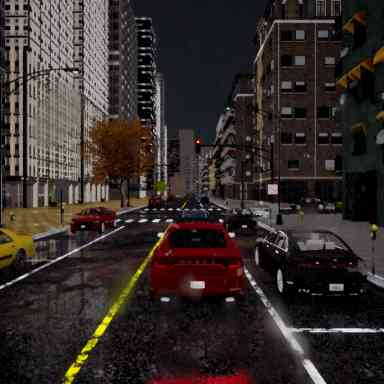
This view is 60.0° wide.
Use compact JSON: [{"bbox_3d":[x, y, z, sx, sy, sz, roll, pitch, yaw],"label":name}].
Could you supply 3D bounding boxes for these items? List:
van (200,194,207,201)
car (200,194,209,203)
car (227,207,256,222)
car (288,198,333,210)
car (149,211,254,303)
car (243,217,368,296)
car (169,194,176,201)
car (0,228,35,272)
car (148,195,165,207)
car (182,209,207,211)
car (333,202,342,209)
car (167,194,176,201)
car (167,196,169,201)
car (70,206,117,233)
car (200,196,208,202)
[{"bbox_3d":[2.869,1.424,84.995,1.690,1.788,3.998,0,0,0],"label":"van"},{"bbox_3d":[2.846,1.630,73.948,1.947,1.339,4.313,0,0,0],"label":"car"},{"bbox_3d":[2.730,1.555,19.469,2.008,1.369,4.403,0,0,0],"label":"car"},{"bbox_3d":[13.508,1.359,38.852,4.403,1.369,2.008,-1,1,0],"label":"car"},{"bbox_3d":[0.109,1.478,8.310,1.882,1.535,5.008,0,0,0],"label":"car"},{"bbox_3d":[2.707,1.552,8.403,2.008,1.369,4.403,0,0,0],"label":"car"},{"bbox_3d":[-5.512,1.649,85.012,1.947,1.339,4.313,0,0,0],"label":"car"},{"bbox_3d":[-5.673,1.526,8.251,1.752,1.417,4.829,0,0,0],"label":"car"},{"bbox_3d":[-5.582,1.349,51.875,2.192,1.841,5.009,0,0,0],"label":"car"},{"bbox_3d":[0.126,1.605,18.401,1.895,1.301,4.718,0,0,0],"label":"car"},{"bbox_3d":[18.905,1.259,38.895,4.829,1.417,1.752,-1,1,0],"label":"car"},{"bbox_3d":[-5.501,1.410,90.535,2.192,1.841,5.009,0,0,0],"label":"car"},{"bbox_3d":[-5.570,1.607,57.398,1.947,1.339,4.313,0,0,0],"label":"car"},{"bbox_3d":[-5.650,1.549,19.487,1.887,1.381,4.507,0,0,0],"label":"car"},{"bbox_3d":[2.858,1.599,79.641,1.752,1.417,4.829,0,0,0],"label":"car"}]
